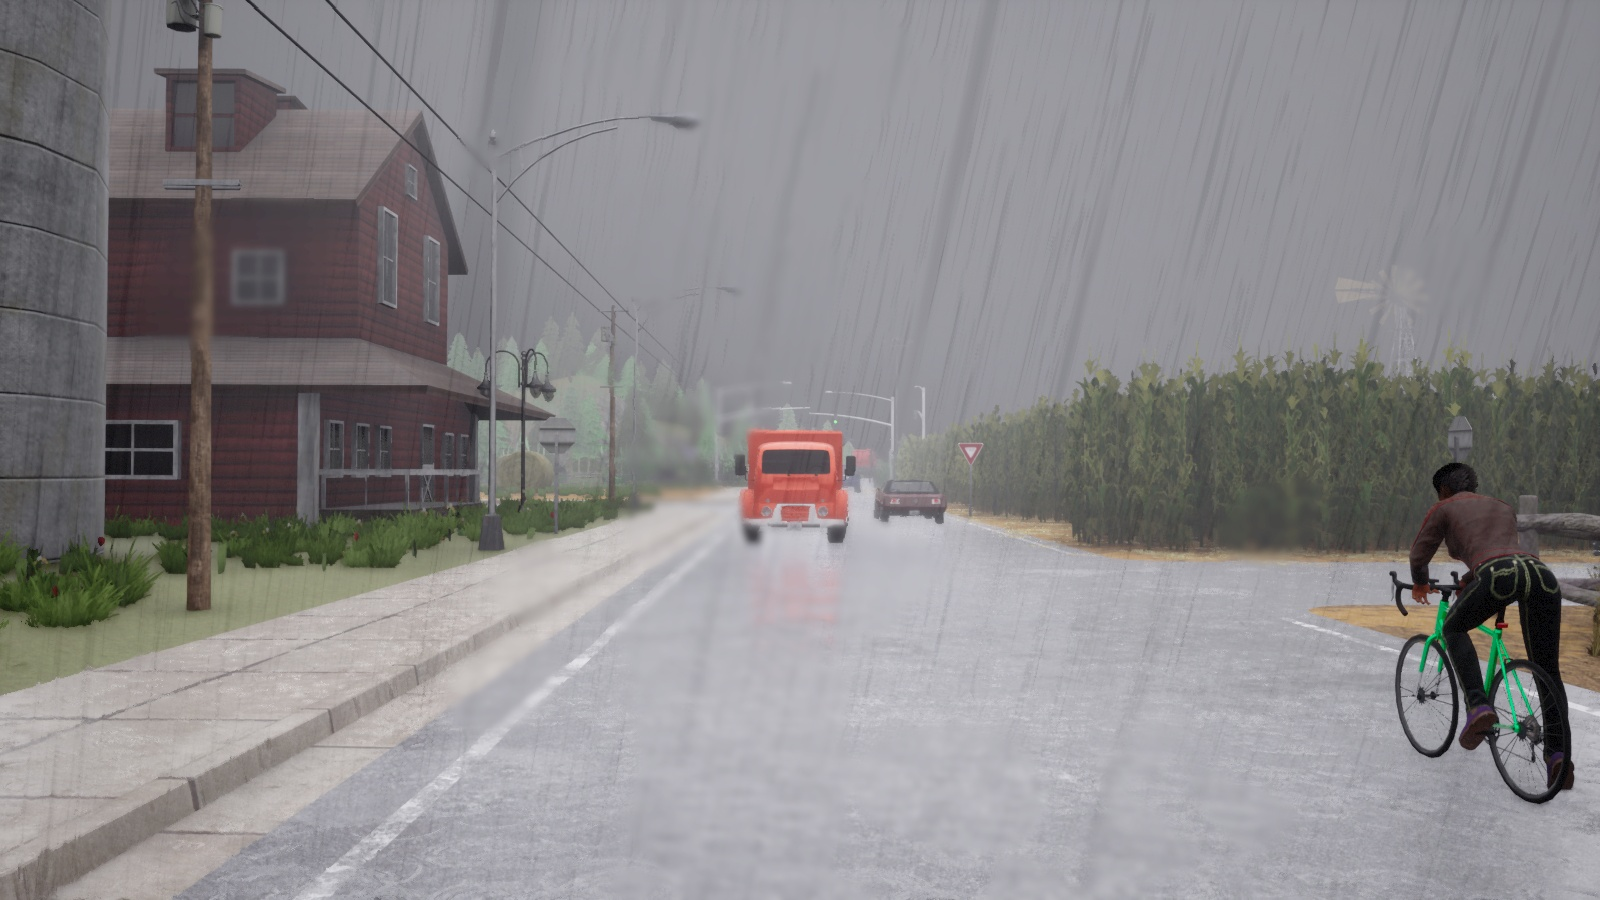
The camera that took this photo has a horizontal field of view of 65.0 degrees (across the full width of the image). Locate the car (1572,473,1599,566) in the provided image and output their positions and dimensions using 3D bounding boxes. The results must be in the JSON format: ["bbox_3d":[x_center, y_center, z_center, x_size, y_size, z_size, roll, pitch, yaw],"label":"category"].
[{"bbox_3d":[15.359,1.092,20.048,4.892,1.490,1.837,-1,-1,0],"label":"car"}]

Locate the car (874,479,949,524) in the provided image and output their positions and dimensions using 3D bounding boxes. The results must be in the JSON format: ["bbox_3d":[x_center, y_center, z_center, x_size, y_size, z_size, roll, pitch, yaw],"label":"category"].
[{"bbox_3d":[3.378,1.554,38.956,1.895,1.301,4.718,0,-1,0],"label":"car"}]

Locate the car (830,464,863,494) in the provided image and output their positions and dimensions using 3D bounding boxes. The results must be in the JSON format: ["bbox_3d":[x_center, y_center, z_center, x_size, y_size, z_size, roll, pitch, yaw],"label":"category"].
[{"bbox_3d":[3.230,2.000,88.300,2.150,2.045,5.566,0,-1,0],"label":"car"}]

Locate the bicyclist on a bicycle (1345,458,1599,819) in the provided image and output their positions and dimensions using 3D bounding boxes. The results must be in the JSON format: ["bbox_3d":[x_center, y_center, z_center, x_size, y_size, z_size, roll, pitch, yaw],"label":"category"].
[{"bbox_3d":[3.478,0.862,6.486,0.582,1.620,1.656,0,-1,0],"label":"bicyclist on a bicycle"}]

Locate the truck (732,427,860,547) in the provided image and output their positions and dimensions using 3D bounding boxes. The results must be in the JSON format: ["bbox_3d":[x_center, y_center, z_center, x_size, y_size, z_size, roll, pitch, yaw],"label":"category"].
[{"bbox_3d":[-0.094,0.805,28.403,2.627,2.467,5.204,0,-1,0],"label":"truck"}]
